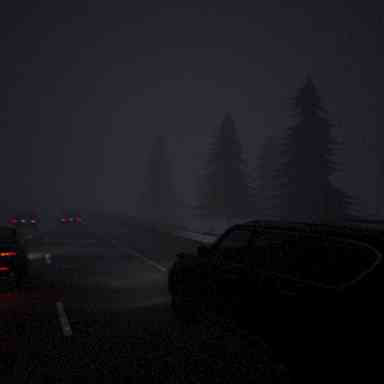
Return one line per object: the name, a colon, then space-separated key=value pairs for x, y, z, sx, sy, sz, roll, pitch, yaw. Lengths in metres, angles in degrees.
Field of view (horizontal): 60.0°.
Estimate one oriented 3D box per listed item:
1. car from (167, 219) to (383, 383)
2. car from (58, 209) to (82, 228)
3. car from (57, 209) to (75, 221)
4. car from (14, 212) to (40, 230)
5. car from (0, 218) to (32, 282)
car: x=1.509 y=1.418 z=5.105 sx=2.150 sy=2.045 sz=5.566 roll=2 pitch=-2 yaw=-27
car: x=-11.038 y=2.429 z=30.125 sx=2.033 sy=1.411 sz=5.357 roll=1 pitch=-2 yaw=-22
car: x=-15.427 y=2.783 z=40.720 sx=1.895 sy=1.301 sz=4.718 roll=1 pitch=-2 yaw=-21
car: x=-13.687 y=2.311 z=27.412 sx=2.033 sy=1.411 sz=5.357 roll=1 pitch=-2 yaw=-23
car: x=-6.127 y=1.788 z=10.315 sx=1.837 sy=1.490 sz=4.892 roll=1 pitch=-2 yaw=-25
